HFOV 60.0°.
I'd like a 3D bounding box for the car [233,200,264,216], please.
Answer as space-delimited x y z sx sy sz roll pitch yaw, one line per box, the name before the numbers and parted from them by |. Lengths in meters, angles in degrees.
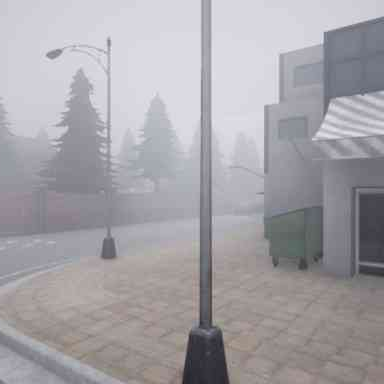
car | 6.024 1.652 34.507 1.837 1.490 4.892 0 0 37
